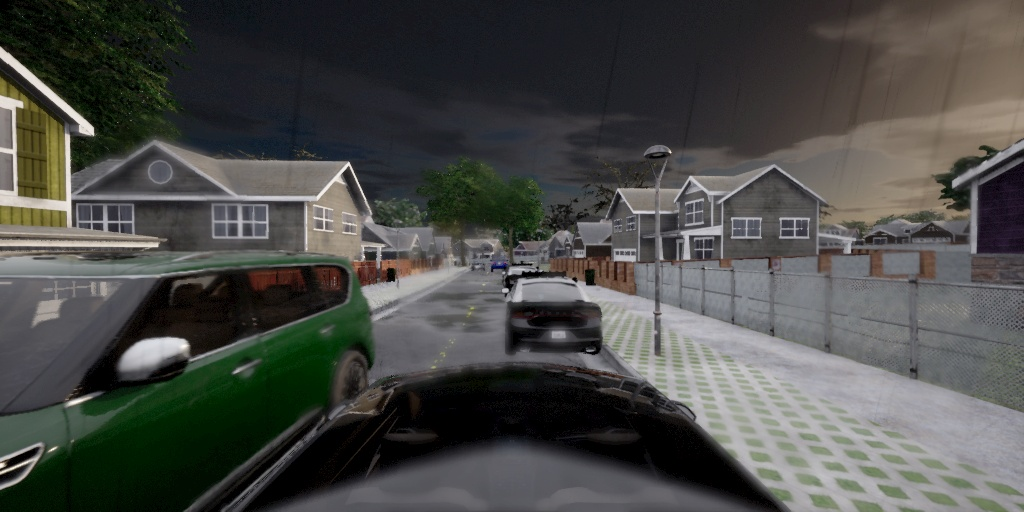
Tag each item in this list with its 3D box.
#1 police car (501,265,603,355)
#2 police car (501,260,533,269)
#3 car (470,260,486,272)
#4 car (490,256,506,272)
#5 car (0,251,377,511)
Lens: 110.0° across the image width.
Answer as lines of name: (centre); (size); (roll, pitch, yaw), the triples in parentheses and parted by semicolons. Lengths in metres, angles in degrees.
police car: (0.778, 1.176, 8.854); (1.930, 1.638, 5.238); (0, 0, -1)
police car: (0.523, 1.187, 18.899); (1.930, 1.638, 5.238); (0, 0, -2)
car: (-4.645, 1.333, 49.294); (2.128, 1.511, 4.902); (0, 0, -3)
car: (-1.706, 1.055, 47.464); (2.150, 2.045, 5.566); (0, 0, -3)
car: (-2.871, 0.971, 2.587); (2.150, 2.045, 5.566); (0, 0, 0)
